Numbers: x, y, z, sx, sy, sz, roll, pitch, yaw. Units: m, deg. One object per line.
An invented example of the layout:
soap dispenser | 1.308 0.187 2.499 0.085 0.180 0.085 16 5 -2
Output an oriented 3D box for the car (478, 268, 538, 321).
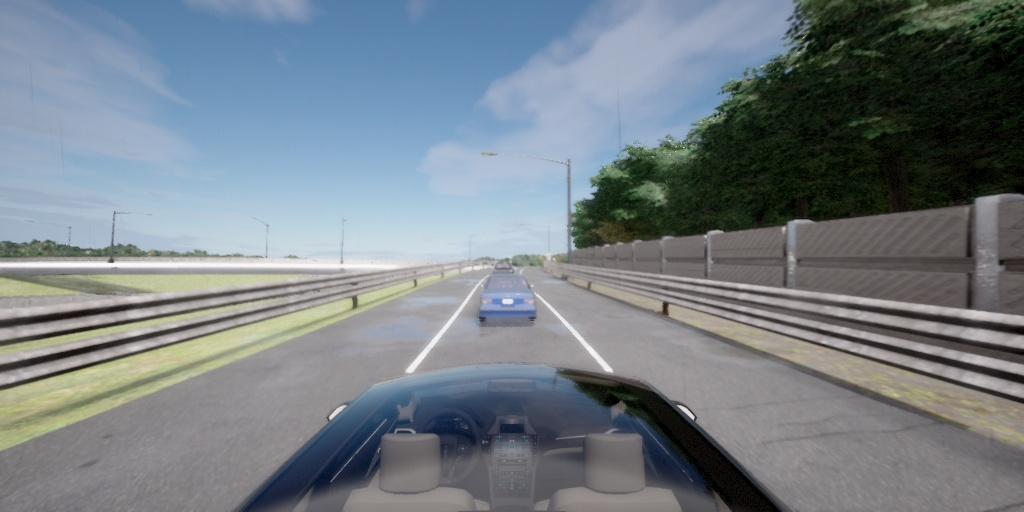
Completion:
car | -0.164 1.326 12.566 2.033 1.411 5.357 0 0 -1

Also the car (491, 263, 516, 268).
car | -0.689 1.310 29.769 2.128 1.511 4.902 0 0 0
